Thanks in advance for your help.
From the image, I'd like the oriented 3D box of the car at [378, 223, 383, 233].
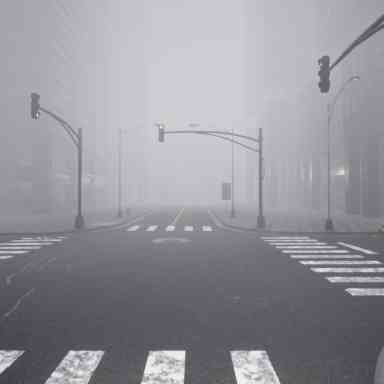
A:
[{"bbox_3d":[11.754,1.563,16.231,4.829,1.417,1.752,0,-1,0],"label":"car"}]
